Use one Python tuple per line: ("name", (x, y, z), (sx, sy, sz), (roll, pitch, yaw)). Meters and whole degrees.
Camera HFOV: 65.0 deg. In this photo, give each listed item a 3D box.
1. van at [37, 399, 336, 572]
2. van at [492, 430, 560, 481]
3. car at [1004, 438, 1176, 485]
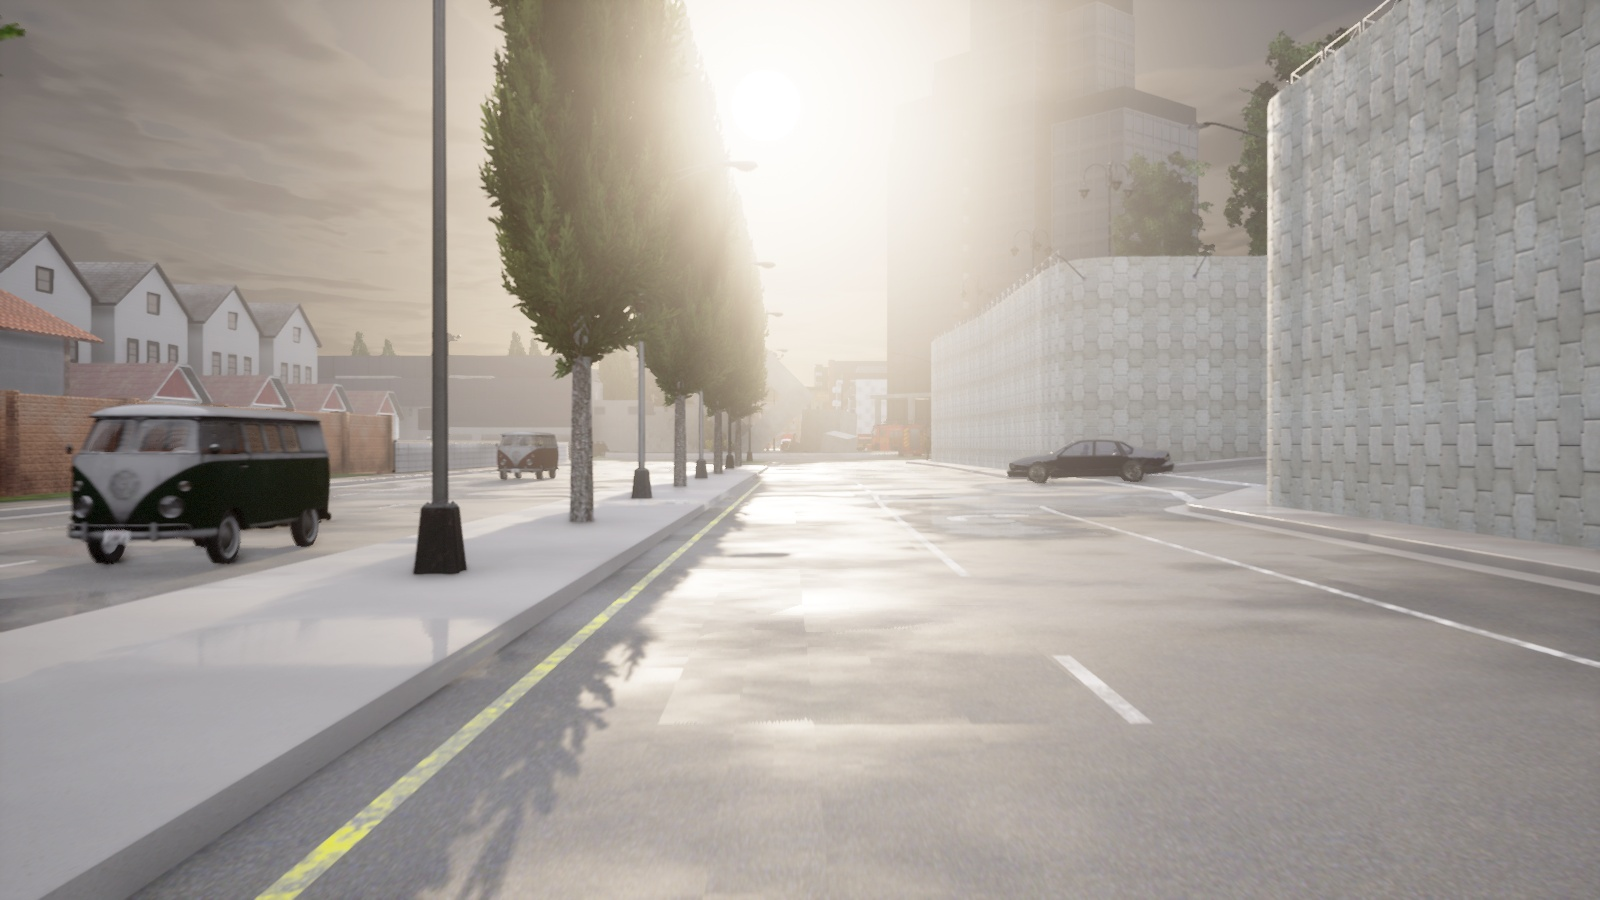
("van", (-7.890, 0.399, 16.693), (1.775, 1.987, 4.442), (0, 0, 0))
("van", (-11.192, 0.200, 51.554), (1.775, 1.987, 4.442), (0, 0, 0))
("car", (9.449, 0.375, 41.252), (5.357, 1.411, 2.033), (-1, 0, 11))
